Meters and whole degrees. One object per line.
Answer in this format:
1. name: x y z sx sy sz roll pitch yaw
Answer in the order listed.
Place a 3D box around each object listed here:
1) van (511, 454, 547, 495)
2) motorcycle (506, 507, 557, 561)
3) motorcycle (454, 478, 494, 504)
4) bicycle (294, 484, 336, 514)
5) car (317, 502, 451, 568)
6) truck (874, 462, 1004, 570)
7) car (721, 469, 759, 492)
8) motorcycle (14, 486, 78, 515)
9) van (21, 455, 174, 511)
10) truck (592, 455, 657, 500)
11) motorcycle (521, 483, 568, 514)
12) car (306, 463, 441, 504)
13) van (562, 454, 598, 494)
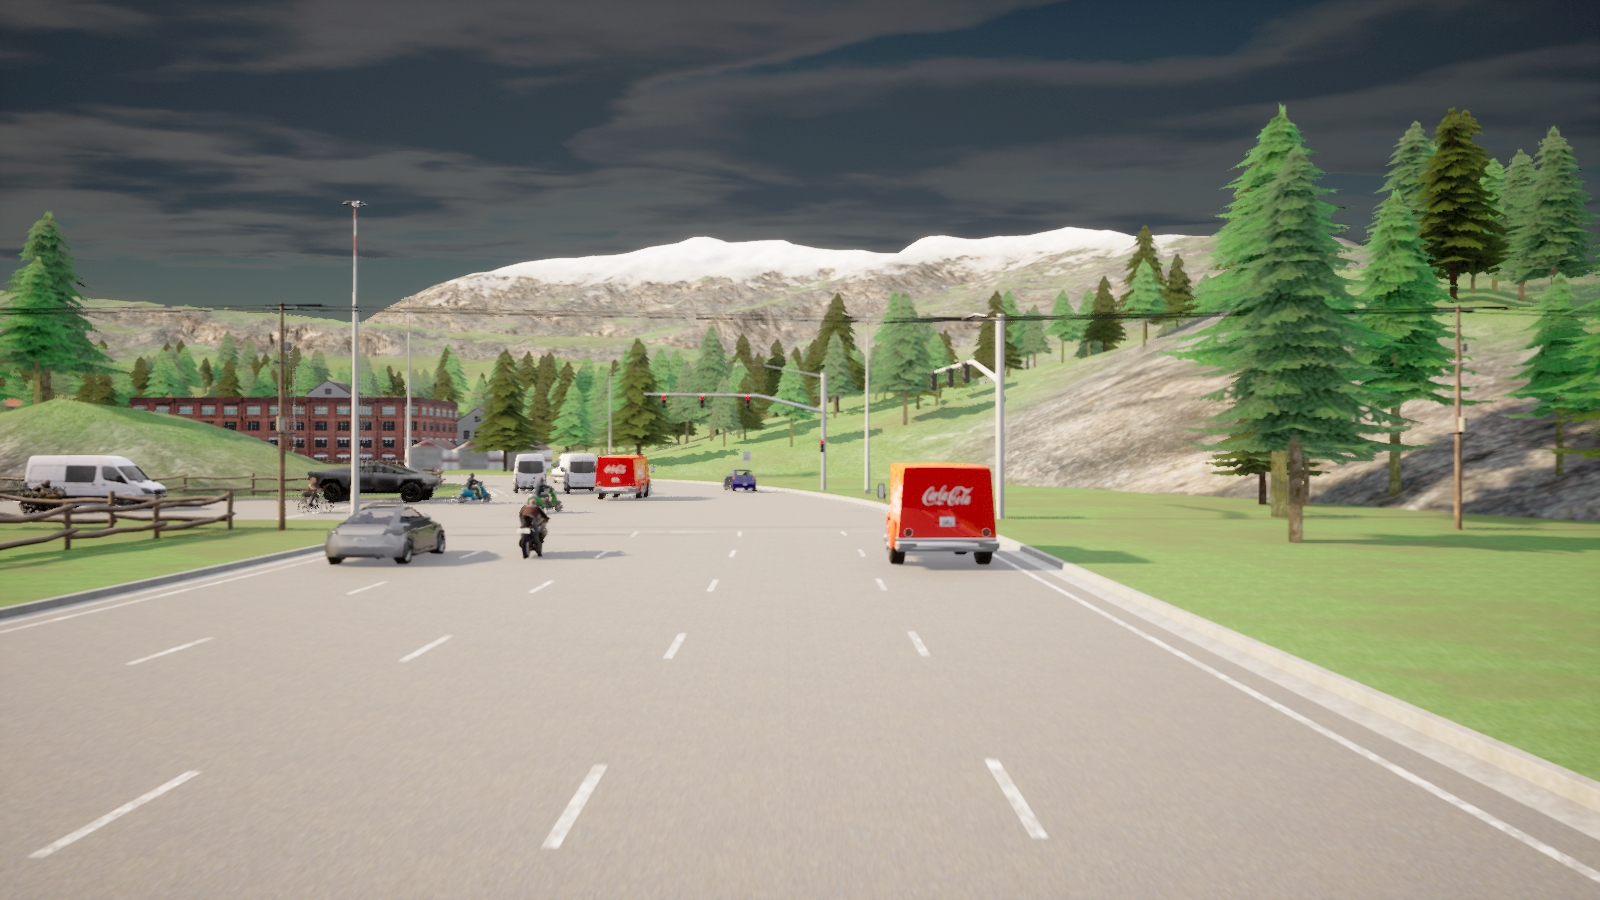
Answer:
1. van: -17.919 1.535 75.386 1.988 2.561 5.915 0 0 -16
2. motorcycle: -7.108 2.205 30.356 0.867 1.251 2.209 0 0 -1
3. motorcycle: -16.957 2.143 59.471 1.805 1.316 0.856 0 -3 -36
4. bicycle: -21.333 2.158 50.277 1.487 1.276 0.859 0 -1 -6
5. car: -10.585 2.119 29.419 1.994 1.385 4.181 0 0 -1
6. truck: 3.418 1.568 29.257 2.627 2.467 5.204 0 0 -1
7. car: -4.125 2.039 77.441 1.845 1.501 3.633 0 0 -15
8. motorcycle: -32.985 2.206 49.979 2.209 1.251 0.867 0 0 -1
9. van: -32.820 1.535 53.476 5.915 2.561 1.988 0 0 -1
10. truck: -10.115 1.567 66.230 2.627 2.467 5.204 1 0 4
11. motorcycle: -11.323 2.142 50.576 1.805 1.316 0.856 0 -3 -37
12. car: -22.587 1.754 60.749 6.274 2.098 2.390 0 0 -3
13. van: -14.616 1.535 75.723 1.988 2.561 5.915 0 0 -14
